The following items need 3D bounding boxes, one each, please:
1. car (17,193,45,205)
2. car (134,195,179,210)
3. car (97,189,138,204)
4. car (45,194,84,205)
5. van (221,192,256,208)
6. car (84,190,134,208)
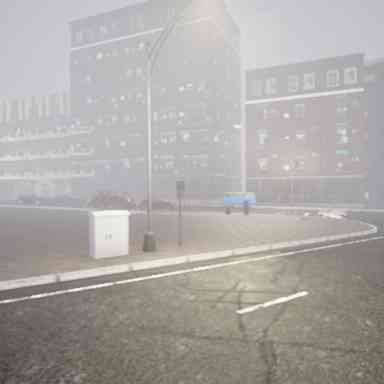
[{"bbox_3d":[-18.694,0.828,39.511,4.507,1.381,1.887,1,0,24],"label":"car"},{"bbox_3d":[-3.204,1.125,32.752,4.206,1.307,1.802,1,0,24],"label":"car"},{"bbox_3d":[-10.077,0.627,44.898,5.009,1.841,2.192,1,0,24],"label":"car"},{"bbox_3d":[-15.266,0.906,40.840,4.718,1.301,1.895,1,1,24],"label":"car"},{"bbox_3d":[5.408,0.910,38.141,3.998,1.788,1.690,1,0,24],"label":"van"},{"bbox_3d":[-8.360,0.773,35.006,5.009,1.841,2.192,1,0,24],"label":"car"}]
